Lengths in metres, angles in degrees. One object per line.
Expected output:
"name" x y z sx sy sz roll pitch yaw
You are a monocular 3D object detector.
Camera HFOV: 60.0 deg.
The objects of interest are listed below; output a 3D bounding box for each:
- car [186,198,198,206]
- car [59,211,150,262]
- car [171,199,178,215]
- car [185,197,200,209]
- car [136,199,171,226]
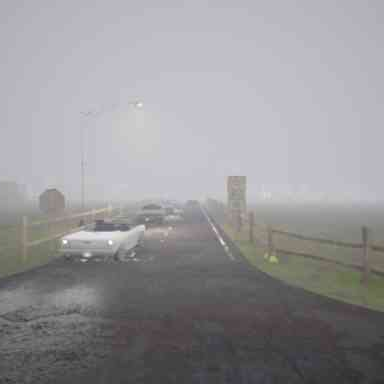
"car" 0.013 1.651 57.592 1.895 1.301 4.718 0 0 0
"car" -3.059 1.613 12.326 1.895 1.301 4.718 0 0 4
"car" -2.818 1.596 34.404 1.994 1.385 4.181 0 0 1
"car" 0.085 1.520 47.452 1.882 1.535 5.008 0 0 0
"car" -2.838 1.500 23.761 1.882 1.535 5.008 0 0 0
